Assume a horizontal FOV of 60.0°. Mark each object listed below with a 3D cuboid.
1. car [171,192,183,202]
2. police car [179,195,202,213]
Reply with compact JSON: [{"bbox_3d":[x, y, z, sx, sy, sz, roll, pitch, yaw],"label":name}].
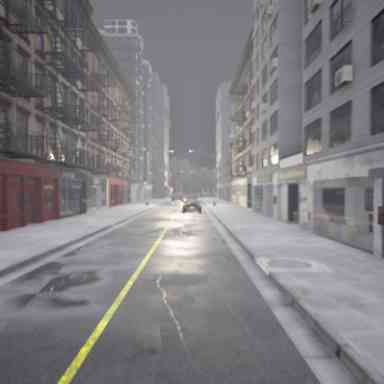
[{"bbox_3d":[-2.994,0.954,67.954,2.150,2.045,5.566,0,0,0],"label":"car"},{"bbox_3d":[0.023,1.388,35.469,2.038,1.542,4.974,0,0,1],"label":"police car"}]
